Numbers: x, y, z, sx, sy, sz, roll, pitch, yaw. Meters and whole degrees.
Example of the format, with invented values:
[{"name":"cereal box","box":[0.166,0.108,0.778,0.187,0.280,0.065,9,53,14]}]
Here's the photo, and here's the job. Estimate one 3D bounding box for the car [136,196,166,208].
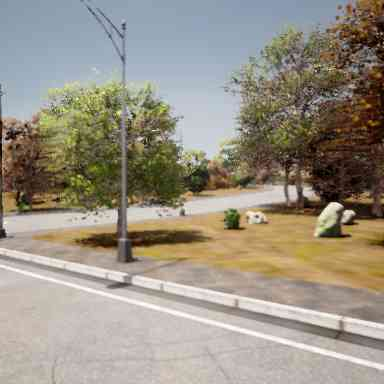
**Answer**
[{"name":"car","box":[-5.537,1.284,45.720,2.128,1.511,4.902,-1,2,39]}]
